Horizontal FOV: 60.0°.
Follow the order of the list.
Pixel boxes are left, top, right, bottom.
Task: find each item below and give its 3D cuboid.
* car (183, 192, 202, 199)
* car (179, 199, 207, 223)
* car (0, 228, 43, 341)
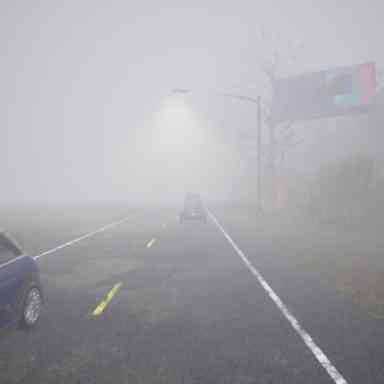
[{"bbox_3d":[0.079,1.066,41.533,2.150,2.045,5.566,0,0,0],"label":"car"},{"bbox_3d":[0.085,1.472,24.642,1.994,1.385,4.181,0,0,0],"label":"car"},{"bbox_3d":[-3.597,1.338,3.784,2.097,1.767,4.553,0,0,0],"label":"car"}]
